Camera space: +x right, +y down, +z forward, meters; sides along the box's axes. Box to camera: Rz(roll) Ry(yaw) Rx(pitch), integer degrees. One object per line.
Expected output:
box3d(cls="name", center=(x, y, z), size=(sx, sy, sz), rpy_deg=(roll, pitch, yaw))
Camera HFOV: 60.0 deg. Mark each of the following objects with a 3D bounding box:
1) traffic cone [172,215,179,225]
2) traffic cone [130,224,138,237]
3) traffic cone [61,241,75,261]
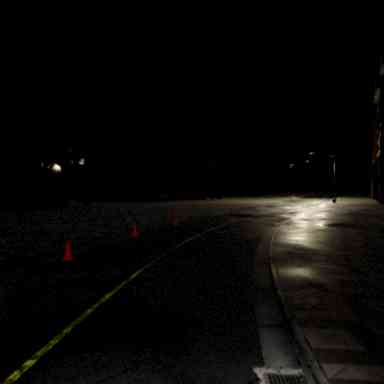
box3d(cls="traffic cone", center=(-1.010, 1.721, 20.497), size=(0.340, 0.580, 0.340), rpy_deg=(1, 1, 21))
box3d(cls="traffic cone", center=(-2.674, 1.777, 15.539), size=(0.340, 0.580, 0.340), rpy_deg=(0, 1, 16))
box3d(cls="traffic cone", center=(-3.906, 1.834, 10.456), size=(0.340, 0.580, 0.340), rpy_deg=(0, 1, 11))
